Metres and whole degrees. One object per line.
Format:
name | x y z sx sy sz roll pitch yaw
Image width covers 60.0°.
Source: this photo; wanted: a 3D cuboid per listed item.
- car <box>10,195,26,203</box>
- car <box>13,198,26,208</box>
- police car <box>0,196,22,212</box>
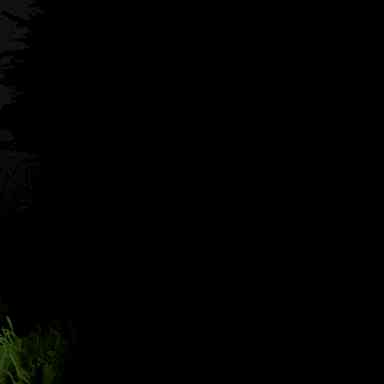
car | -26.374 1.486 50.062 2.150 2.045 5.566 -3 1 -22
car | -28.948 1.817 55.763 1.837 1.490 4.892 -3 1 -29
police car | -22.565 1.658 40.857 1.930 1.638 5.238 -3 1 -22
